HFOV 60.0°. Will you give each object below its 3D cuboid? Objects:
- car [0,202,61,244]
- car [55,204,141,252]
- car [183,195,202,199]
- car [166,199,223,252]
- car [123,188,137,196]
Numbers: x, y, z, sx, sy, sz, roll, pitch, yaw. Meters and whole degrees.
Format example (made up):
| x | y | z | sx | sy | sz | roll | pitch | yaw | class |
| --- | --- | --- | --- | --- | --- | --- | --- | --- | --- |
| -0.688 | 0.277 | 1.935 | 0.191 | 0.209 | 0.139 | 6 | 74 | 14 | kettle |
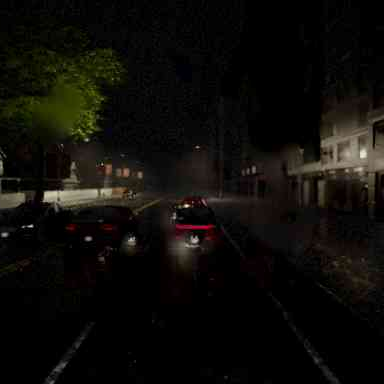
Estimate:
| x | y | z | sx | sy | sz | roll | pitch | yaw | class |
| --- | --- | --- | --- | --- | --- | --- | --- | --- | --- |
| -6.612 | 1.200 | 14.198 | 2.128 | 1.511 | 4.902 | 0 | 1 | 0 | car |
| -3.161 | 1.219 | 12.617 | 1.882 | 1.535 | 5.008 | 0 | 1 | 0 | car |
| 0.073 | 0.933 | 32.524 | 1.895 | 1.301 | 4.718 | 0 | 1 | 0 | car |
| 0.084 | 1.233 | 12.578 | 2.128 | 1.511 | 4.902 | 0 | 1 | 0 | car |
| -9.796 | 0.115 | 52.861 | 1.837 | 1.490 | 4.892 | 0 | 1 | 0 | car |
